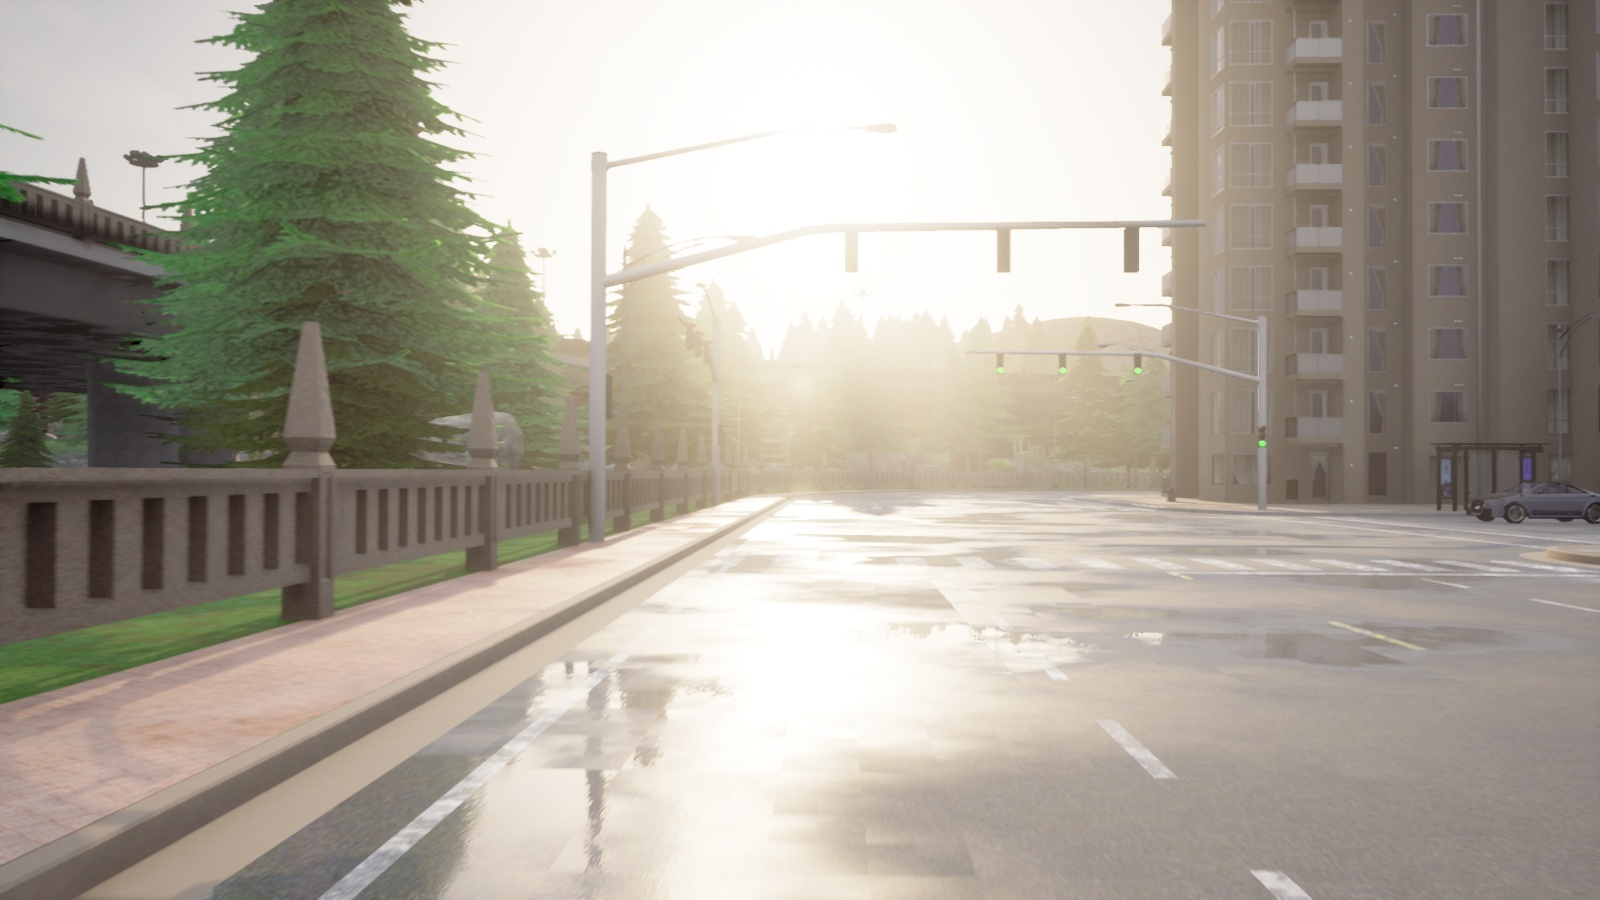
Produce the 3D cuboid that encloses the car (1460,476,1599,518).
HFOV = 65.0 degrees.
[{"bbox_3d":[24.851,1.564,42.274,4.181,1.385,1.994,0,-1,1],"label":"car"}]
